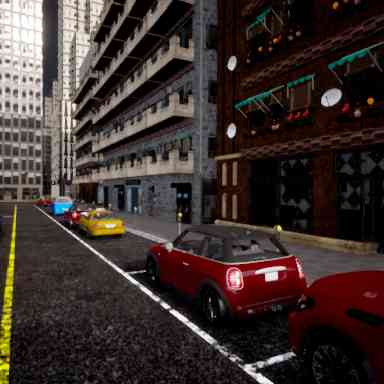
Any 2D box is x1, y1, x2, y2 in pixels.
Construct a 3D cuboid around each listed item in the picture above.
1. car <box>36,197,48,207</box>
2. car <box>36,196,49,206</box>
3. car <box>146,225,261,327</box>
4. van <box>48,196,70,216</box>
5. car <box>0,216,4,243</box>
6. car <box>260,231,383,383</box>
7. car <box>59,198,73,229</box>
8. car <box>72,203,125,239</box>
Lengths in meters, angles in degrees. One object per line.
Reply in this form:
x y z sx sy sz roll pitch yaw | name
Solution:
-22.829 1.515 51.482 1.887 1.381 4.507 -1 0 -28 | car
-25.493 1.492 56.543 1.752 1.417 4.829 -1 0 -28 | car
0.431 1.438 7.288 1.967 1.590 4.097 -1 0 -28 | car
-12.493 1.326 31.839 1.690 1.788 3.998 -1 0 -28 | van
-9.831 1.518 15.399 1.812 1.442 4.674 0 0 -28 | car
3.014 1.315 2.377 2.192 1.841 5.009 -1 0 -28 | car
-7.323 1.431 22.019 1.967 1.590 4.097 -1 0 -28 | car
-4.817 1.518 17.260 1.752 1.417 4.829 -1 0 -28 | car
